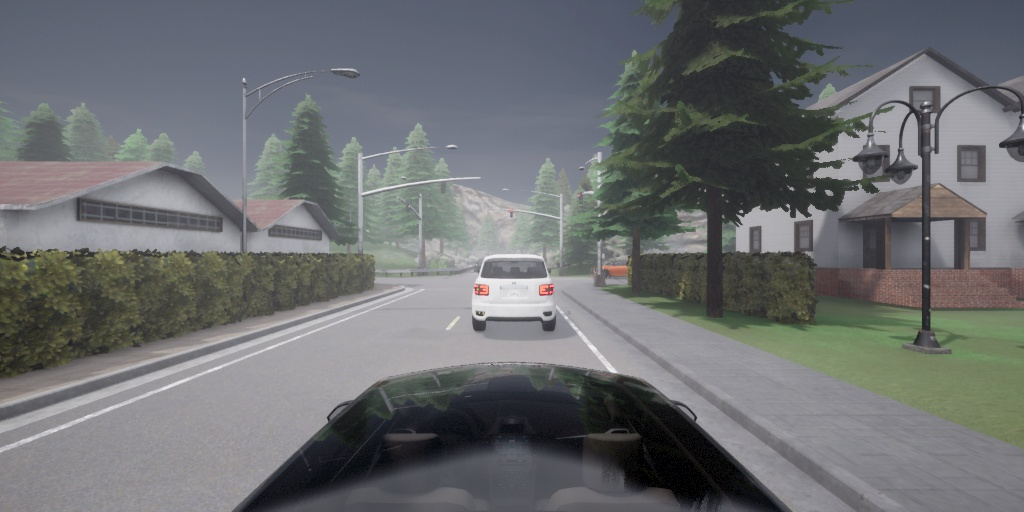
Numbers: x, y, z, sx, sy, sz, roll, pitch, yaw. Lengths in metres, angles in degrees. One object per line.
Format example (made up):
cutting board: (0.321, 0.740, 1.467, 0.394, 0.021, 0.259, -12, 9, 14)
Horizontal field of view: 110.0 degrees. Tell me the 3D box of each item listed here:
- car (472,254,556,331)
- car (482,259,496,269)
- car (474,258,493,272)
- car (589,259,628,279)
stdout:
car: (0.066, 0.971, 11.088, 2.150, 2.045, 5.566, 0, 0, 0)
car: (-3.574, 1.276, 55.557, 1.812, 1.442, 4.674, 0, 0, 0)
car: (-3.582, 1.102, 45.572, 2.097, 1.767, 4.553, 0, 0, 0)
car: (9.086, 1.086, 31.167, 4.553, 1.767, 2.097, 0, 0, 0)
